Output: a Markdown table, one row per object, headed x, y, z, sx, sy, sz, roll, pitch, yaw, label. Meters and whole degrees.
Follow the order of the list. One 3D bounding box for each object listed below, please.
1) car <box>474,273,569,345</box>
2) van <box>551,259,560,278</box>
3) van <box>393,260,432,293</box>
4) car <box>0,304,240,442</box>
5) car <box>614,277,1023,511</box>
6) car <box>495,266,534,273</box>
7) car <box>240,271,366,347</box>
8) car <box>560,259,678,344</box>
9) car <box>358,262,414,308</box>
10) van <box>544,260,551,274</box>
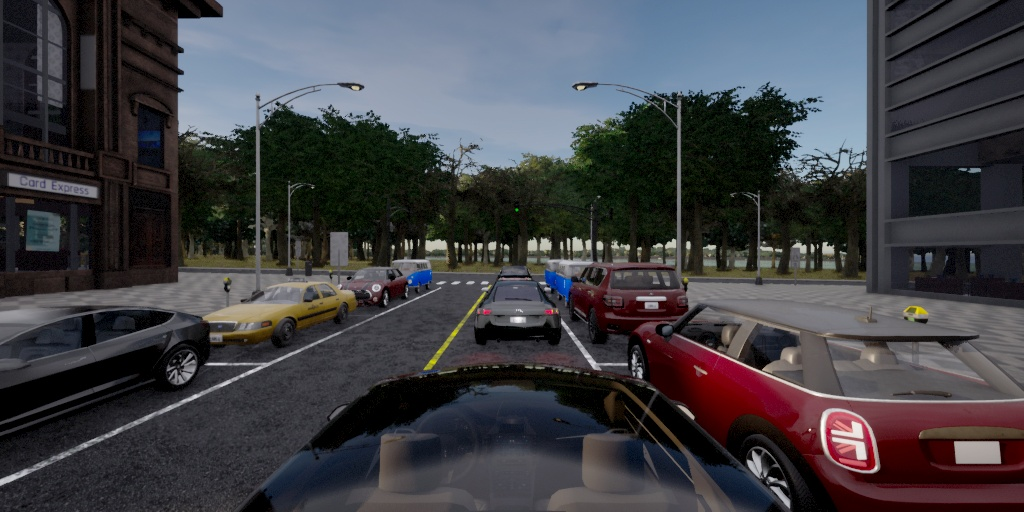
| x | y | z | sx | sy | sz | roll | pitch | yaw | label |
| --- | --- | --- | --- | --- | --- | --- | --- | --- | --- |
| 0.118 | 1.314 | 9.553 | 1.994 | 1.385 | 4.181 | 0 | 0 | 0 | car |
| 2.786 | 1.092 | 14.942 | 1.690 | 1.789 | 3.998 | 0 | 0 | 0 | van |
| -5.729 | 1.092 | 20.396 | 1.690 | 1.789 | 3.998 | 0 | 0 | 0 | van |
| -5.759 | 1.316 | 4.083 | 1.948 | 1.339 | 4.313 | 0 | 0 | 0 | car |
| 2.766 | 1.190 | 4.067 | 1.967 | 1.591 | 4.097 | 0 | 0 | 0 | car |
| 0.131 | 1.243 | 18.437 | 2.128 | 1.511 | 4.902 | 0 | 0 | 0 | car |
| -5.749 | 1.276 | 9.351 | 1.751 | 1.417 | 4.829 | 0 | 0 | 0 | car |
| 2.776 | 1.065 | 9.505 | 2.192 | 1.841 | 5.009 | 0 | 0 | 0 | car |
| -5.739 | 1.191 | 14.958 | 1.967 | 1.591 | 4.097 | 0 | 0 | 0 | car |
| 2.797 | 1.092 | 20.380 | 1.690 | 1.789 | 3.998 | 0 | 0 | 0 | van |
